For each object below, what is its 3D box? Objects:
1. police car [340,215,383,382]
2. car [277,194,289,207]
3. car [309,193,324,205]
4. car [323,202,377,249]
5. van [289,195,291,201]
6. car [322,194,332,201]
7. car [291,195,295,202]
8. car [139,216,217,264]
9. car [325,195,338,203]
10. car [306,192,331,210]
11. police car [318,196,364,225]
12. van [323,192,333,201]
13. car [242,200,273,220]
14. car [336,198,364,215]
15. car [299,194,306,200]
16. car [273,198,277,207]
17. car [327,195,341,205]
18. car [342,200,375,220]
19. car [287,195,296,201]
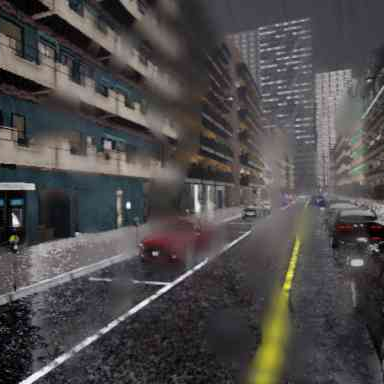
[{"bbox_3d":[3.299,1.349,4.372,1.930,1.638,5.238,-2,0,20],"label":"police car"},{"bbox_3d":[13.024,1.479,49.847,1.887,1.381,4.507,-1,0,20],"label":"car"},{"bbox_3d":[19.634,1.097,52.603,2.097,1.767,4.553,-2,0,20],"label":"car"},{"bbox_3d":[6.626,1.385,13.687,1.837,1.490,4.892,-2,0,20],"label":"car"},{"bbox_3d":[14.931,1.256,55.205,1.690,1.788,3.998,-1,0,20],"label":"van"},{"bbox_3d":[30.063,1.116,74.161,1.752,1.417,4.829,-2,0,20],"label":"car"},{"bbox_3d":[20.673,1.408,71.281,1.887,1.381,4.507,-1,0,20],"label":"car"},{"bbox_3d":[-0.363,1.639,12.334,1.887,1.381,4.507,-1,0,20],"label":"car"},{"bbox_3d":[24.270,1.222,57.924,1.802,1.307,4.206,-1,0,20],"label":"car"},{"bbox_3d":[15.312,1.142,40.435,2.097,1.767,4.553,-2,-1,20],"label":"car"},{"bbox_3d":[8.677,1.279,19.442,1.930,1.638,5.238,-2,0,20],"label":"police car"},{"bbox_3d":[28.089,0.948,68.643,1.690,1.788,3.998,-1,0,20],"label":"van"},{"bbox_3d":[5.374,1.573,28.411,2.008,1.369,4.403,-1,0,20],"label":"car"},{"bbox_3d":[14.708,1.288,31.133,1.887,1.381,4.507,-1,0,20],"label":"car"},{"bbox_3d":[28.102,1.264,84.487,1.812,1.442,4.674,-2,-1,20],"label":"car"},{"bbox_3d":[7.229,1.525,33.610,1.752,1.417,4.829,-1,0,20],"label":"car"},{"bbox_3d":[22.413,1.183,52.726,1.752,1.417,4.829,-1,0,20],"label":"car"},{"bbox_3d":[12.796,1.348,25.773,1.802,1.307,4.206,-1,0,20],"label":"car"},{"bbox_3d":[24.499,1.376,81.999,1.887,1.381,4.507,-1,0,20],"label":"car"}]
